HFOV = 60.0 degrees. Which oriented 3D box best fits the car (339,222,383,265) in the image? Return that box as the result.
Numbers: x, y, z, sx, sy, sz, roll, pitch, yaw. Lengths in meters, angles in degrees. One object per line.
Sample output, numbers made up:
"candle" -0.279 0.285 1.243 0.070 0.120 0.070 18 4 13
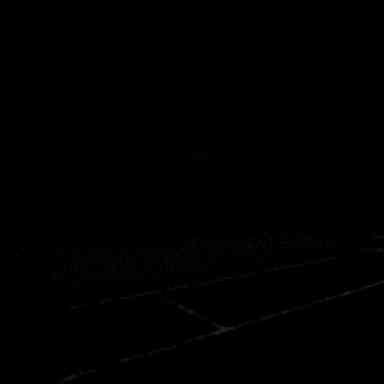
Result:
"car" 6.776 1.701 11.361 4.206 1.307 1.802 1 0 -35
